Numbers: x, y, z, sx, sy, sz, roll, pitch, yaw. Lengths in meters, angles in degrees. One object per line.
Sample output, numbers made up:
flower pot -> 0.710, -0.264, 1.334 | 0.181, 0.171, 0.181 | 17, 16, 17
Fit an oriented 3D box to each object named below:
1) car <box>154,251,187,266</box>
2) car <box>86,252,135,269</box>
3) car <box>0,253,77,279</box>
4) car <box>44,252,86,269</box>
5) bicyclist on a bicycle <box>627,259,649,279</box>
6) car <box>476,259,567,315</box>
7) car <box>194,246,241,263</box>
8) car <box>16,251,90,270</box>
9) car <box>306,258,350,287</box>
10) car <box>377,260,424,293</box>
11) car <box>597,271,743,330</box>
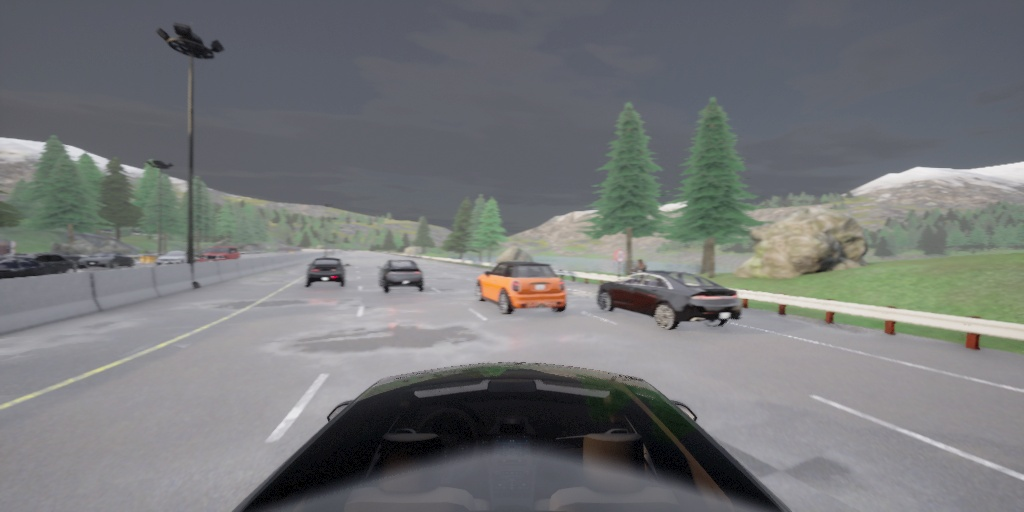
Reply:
car -> -31.974, 0.233, 34.317 | 1.812, 1.442, 4.674 | 1, 1, -24
car -> -34.021, 0.372, 30.216 | 1.994, 1.385, 4.181 | 1, 1, -23
car -> -18.755, 0.782, 12.713 | 2.128, 1.511, 4.902 | 1, 1, -24
car -> -25.120, 0.612, 18.537 | 1.837, 1.490, 4.892 | 1, 1, -24
bicyclist on a bicycle -> 6.859, 0.999, 19.207 | 1.656, 1.620, 0.582 | 14, -4, -22
car -> 0.145, 0.959, 13.134 | 2.097, 1.767, 4.553 | 0, 1, -20
car -> -28.582, 0.054, 35.297 | 2.150, 2.045, 5.566 | 1, 1, -24
car -> -37.508, 0.322, 29.461 | 1.994, 1.385, 4.181 | 1, 1, -23
car -> -10.391, 0.842, 20.300 | 1.837, 1.490, 4.892 | 1, 1, -24
car -> -5.721, 0.933, 18.328 | 2.128, 1.511, 4.902 | 1, 1, -23
car -> 4.475, 1.199, 11.084 | 2.128, 1.511, 4.902 | 1, 1, -18
